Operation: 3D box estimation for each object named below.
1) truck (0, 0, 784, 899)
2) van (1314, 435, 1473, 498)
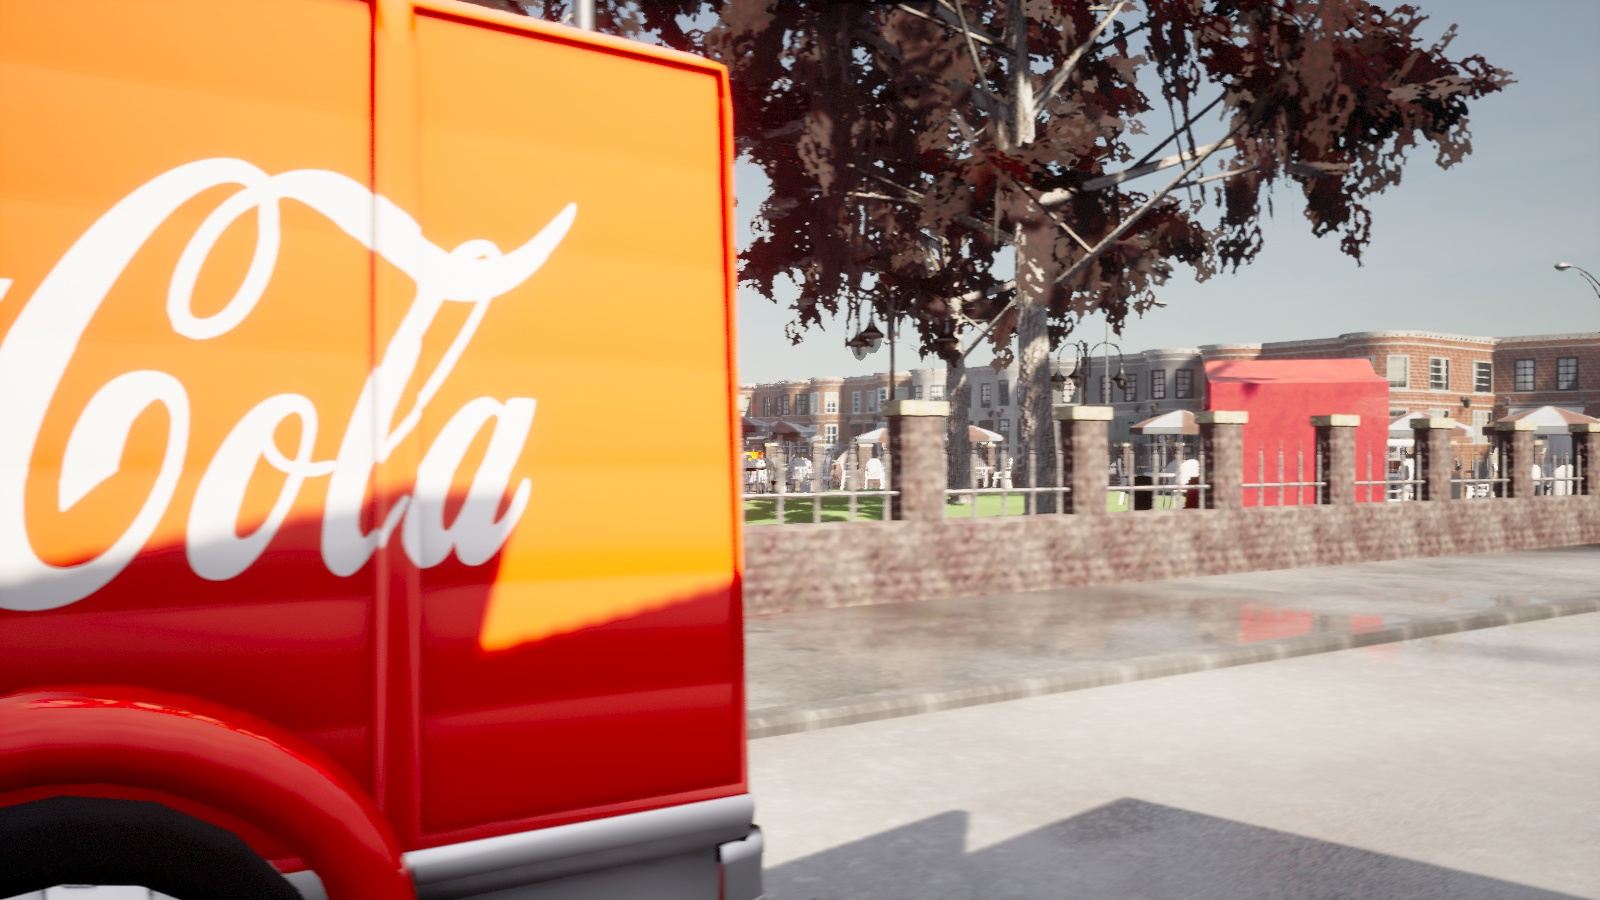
[{"bbox_3d":[-2.923,0.270,2.237,5.204,2.467,2.627,0,0,-35],"label":"truck"},{"bbox_3d":[20.266,0.535,43.061,2.069,2.038,4.480,0,0,-35],"label":"van"}]
